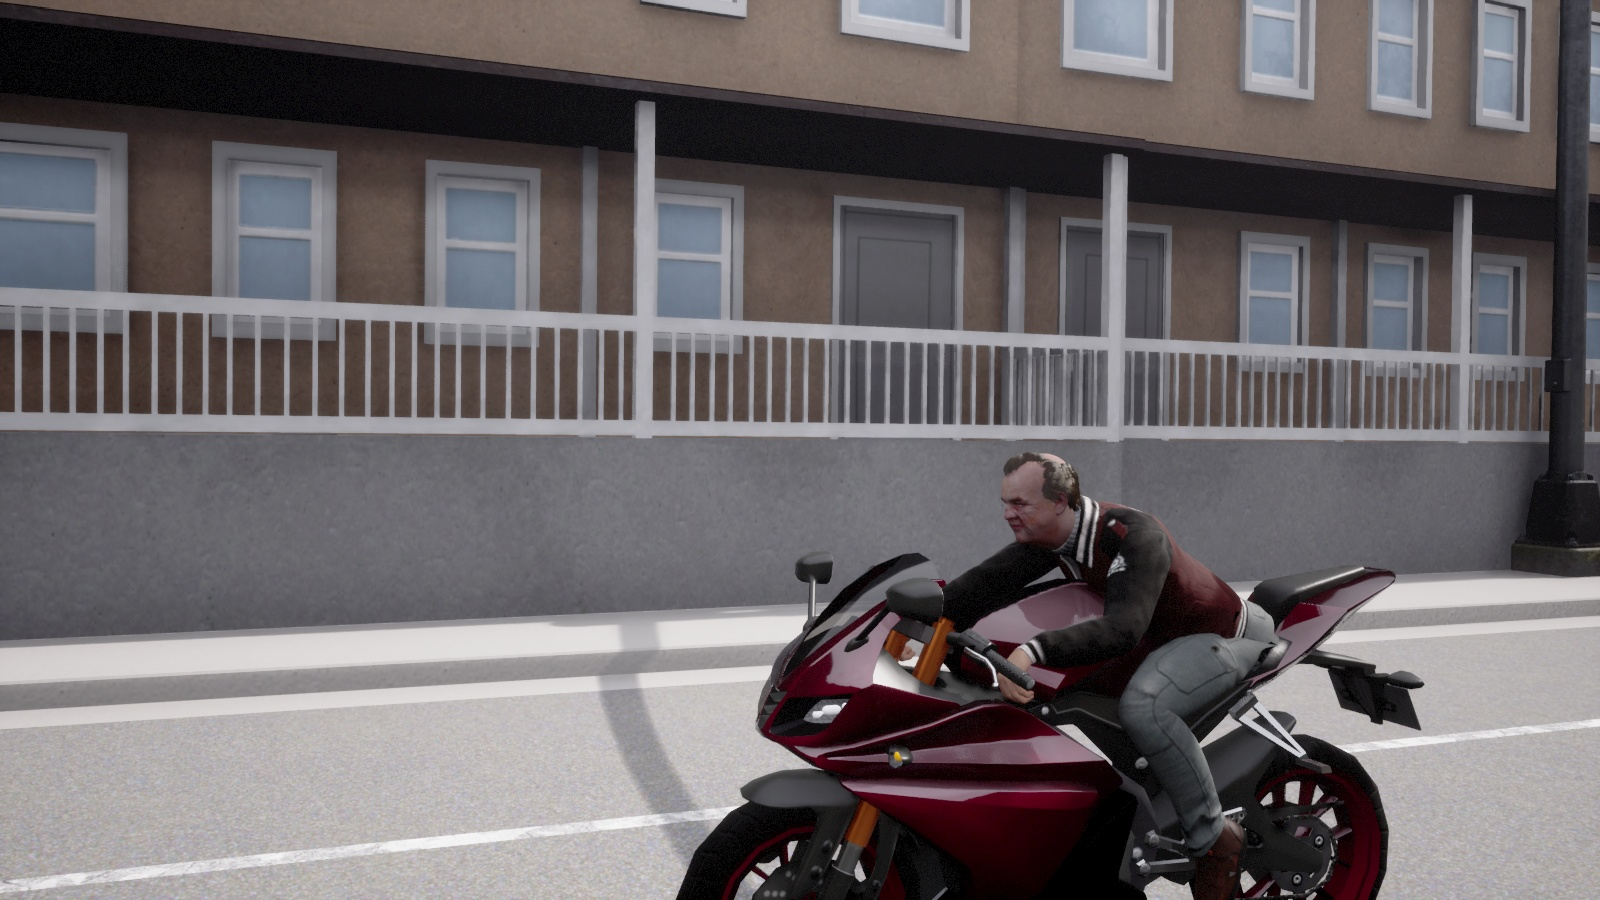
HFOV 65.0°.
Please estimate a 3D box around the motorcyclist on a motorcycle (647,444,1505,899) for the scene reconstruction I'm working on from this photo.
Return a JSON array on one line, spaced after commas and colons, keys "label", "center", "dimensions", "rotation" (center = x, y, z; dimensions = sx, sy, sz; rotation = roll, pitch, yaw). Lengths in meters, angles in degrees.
[{"label": "motorcyclist on a motorcycle", "center": [0.755, 0.768, 3.489], "dimensions": [2.191, 1.530, 0.866], "rotation": [-1, 1, -19]}]
